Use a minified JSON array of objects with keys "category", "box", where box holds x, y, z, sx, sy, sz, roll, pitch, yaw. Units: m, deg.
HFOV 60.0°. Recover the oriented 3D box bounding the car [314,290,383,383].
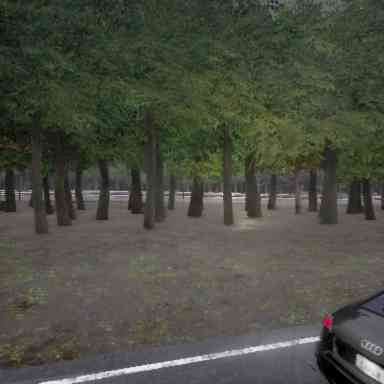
[{"category":"car","box":[3.514,1.570,3.636,4.181,1.385,1.994,0,0,-18]}]
